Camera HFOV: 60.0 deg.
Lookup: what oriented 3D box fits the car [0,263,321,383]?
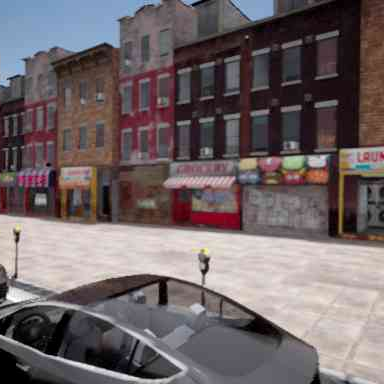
[{"bbox_3d":[-0.907,1.570,3.442,4.313,1.339,1.947,0,1,36],"label":"car"}]
